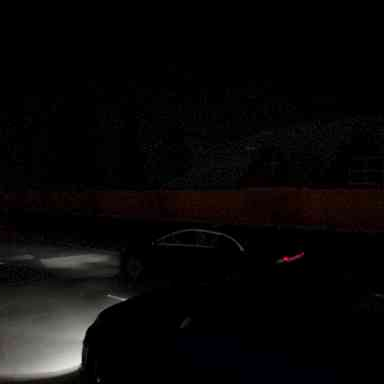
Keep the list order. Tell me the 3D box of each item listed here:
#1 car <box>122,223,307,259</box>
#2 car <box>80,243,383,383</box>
[{"bbox_3d":[0.309,1.529,8.140,4.902,1.511,2.128,0,0,36],"label":"car"},{"bbox_3d":[0.744,1.580,3.512,4.181,1.385,1.994,0,0,35],"label":"car"}]
